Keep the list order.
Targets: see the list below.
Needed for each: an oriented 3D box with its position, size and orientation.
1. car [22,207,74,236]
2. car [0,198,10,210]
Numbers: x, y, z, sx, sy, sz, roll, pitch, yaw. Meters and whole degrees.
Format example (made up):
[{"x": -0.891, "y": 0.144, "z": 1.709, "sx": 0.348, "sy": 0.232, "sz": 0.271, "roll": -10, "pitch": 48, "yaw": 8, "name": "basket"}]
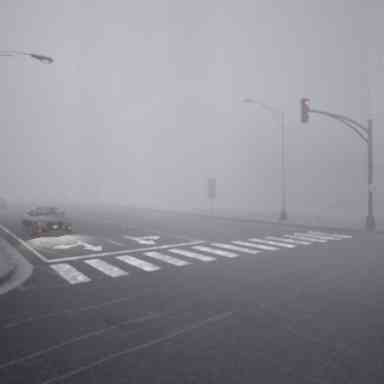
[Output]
[{"x": -7.984, "y": 1.534, "z": 18.249, "sx": 1.994, "sy": 1.385, "sz": 4.181, "roll": -1, "pitch": 1, "yaw": -36, "name": "car"}, {"x": -22.794, "y": 1.387, "z": 38.976, "sx": 1.812, "sy": 1.442, "sz": 4.674, "roll": -1, "pitch": 1, "yaw": -36, "name": "car"}]
